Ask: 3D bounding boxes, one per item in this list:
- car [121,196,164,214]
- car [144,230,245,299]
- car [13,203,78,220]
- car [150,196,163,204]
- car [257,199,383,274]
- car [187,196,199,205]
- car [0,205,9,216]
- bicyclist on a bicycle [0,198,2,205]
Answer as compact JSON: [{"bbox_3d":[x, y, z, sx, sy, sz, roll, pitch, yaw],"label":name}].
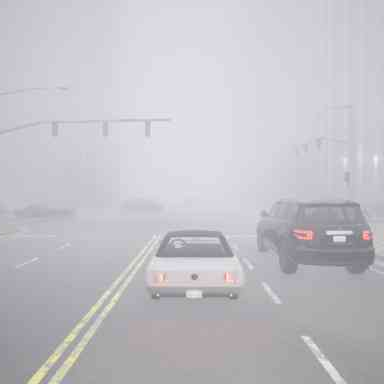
[{"bbox_3d":[-5.200,1.491,35.380,4.902,1.511,2.128,0,0,-42],"label":"car"},{"bbox_3d":[0.067,1.601,8.369,1.895,1.301,4.718,0,0,1],"label":"car"},{"bbox_3d":[-11.970,1.601,27.538,4.718,1.301,1.895,0,0,-1],"label":"car"},{"bbox_3d":[-6.971,1.547,65.756,2.033,1.411,5.357,0,0,1],"label":"car"},{"bbox_3d":[3.583,1.222,10.723,2.150,2.045,5.566,0,0,0],"label":"car"},{"bbox_3d":[0.134,1.477,59.184,1.882,1.535,5.008,0,0,0],"label":"car"},{"bbox_3d":[-19.737,1.491,30.967,4.902,1.511,2.128,0,0,-1],"label":"car"},{"bbox_3d":[-26.380,1.301,45.389,0.582,1.620,1.656,0,0,-1],"label":"bicyclist on a bicycle"}]
